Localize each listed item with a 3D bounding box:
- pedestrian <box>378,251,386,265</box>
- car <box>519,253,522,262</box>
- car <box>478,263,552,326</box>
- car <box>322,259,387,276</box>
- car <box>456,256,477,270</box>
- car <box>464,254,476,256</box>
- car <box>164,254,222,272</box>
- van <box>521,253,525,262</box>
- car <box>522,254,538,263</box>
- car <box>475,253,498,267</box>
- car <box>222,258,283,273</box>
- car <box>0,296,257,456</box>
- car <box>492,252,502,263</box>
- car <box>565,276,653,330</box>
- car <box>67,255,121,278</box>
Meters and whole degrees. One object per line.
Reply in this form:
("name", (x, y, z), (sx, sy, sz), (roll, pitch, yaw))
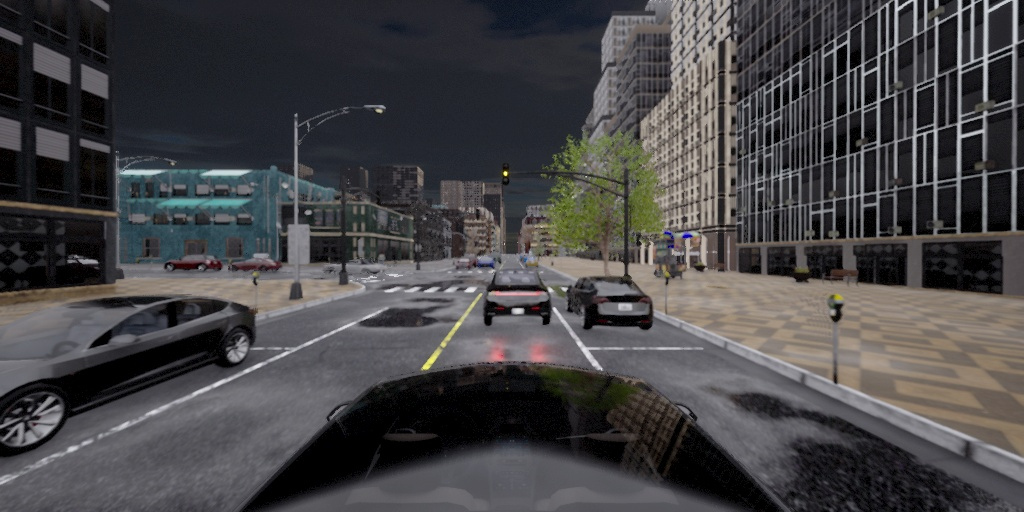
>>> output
("pedestrian", (-12.750, 0.452, 35.081), (0.375, 1.860, 0.375), (0, 0, -1))
("car", (2.690, 0.662, 65.293), (2.007, 1.370, 4.403), (0, 0, 0))
("car", (0.111, 1.142, 11.278), (2.128, 1.511, 4.902), (0, 0, -1))
("car", (-13.004, 0.937, 29.586), (4.718, 1.301, 1.895), (1, 0, 1))
("car", (-5.690, 0.916, 43.088), (1.802, 1.307, 4.207), (0, 0, 0))
("car", (-5.690, 0.593, 48.638), (2.192, 1.841, 5.009), (0, 0, 0))
("car", (-28.369, 0.575, 31.920), (4.097, 1.591, 1.967), (0, 0, -1))
("van", (2.691, 0.563, 54.192), (1.690, 1.789, 3.998), (0, 0, 0))
("car", (2.690, 0.803, 48.811), (1.751, 1.417, 4.829), (0, 0, 0))
("car", (-3.088, 0.800, 44.222), (1.882, 1.535, 5.008), (0, 1, 1))
("car", (-22.821, 0.785, 31.999), (4.207, 1.307, 1.802), (0, 0, -1))
("car", (-5.690, 1.282, 5.074), (1.948, 1.339, 4.313), (0, 0, 0))
("car", (-3.004, 0.347, 63.997), (2.150, 2.045, 5.566), (0, 0, 0))
("car", (2.691, 1.226, 10.613), (1.948, 1.339, 4.313), (0, 0, 0))
("car", (-28.251, 0.761, 23.541), (4.207, 1.307, 1.802), (0, 0, -1))
